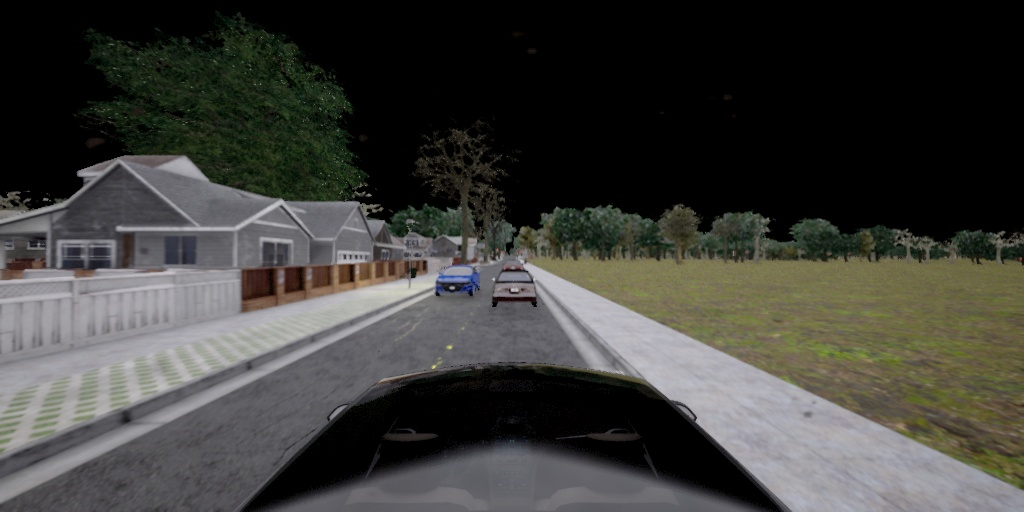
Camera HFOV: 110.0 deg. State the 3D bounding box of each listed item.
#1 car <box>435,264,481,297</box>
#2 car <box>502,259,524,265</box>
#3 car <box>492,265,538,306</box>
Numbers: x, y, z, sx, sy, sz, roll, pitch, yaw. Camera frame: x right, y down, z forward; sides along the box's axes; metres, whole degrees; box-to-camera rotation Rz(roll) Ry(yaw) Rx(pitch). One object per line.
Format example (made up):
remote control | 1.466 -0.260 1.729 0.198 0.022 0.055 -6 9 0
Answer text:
car | -2.761 1.216 19.120 1.882 1.535 5.008 0 0 0
car | 0.097 1.076 34.794 2.097 1.767 4.553 0 0 0
car | 0.097 1.288 15.597 2.033 1.411 5.357 0 0 0
